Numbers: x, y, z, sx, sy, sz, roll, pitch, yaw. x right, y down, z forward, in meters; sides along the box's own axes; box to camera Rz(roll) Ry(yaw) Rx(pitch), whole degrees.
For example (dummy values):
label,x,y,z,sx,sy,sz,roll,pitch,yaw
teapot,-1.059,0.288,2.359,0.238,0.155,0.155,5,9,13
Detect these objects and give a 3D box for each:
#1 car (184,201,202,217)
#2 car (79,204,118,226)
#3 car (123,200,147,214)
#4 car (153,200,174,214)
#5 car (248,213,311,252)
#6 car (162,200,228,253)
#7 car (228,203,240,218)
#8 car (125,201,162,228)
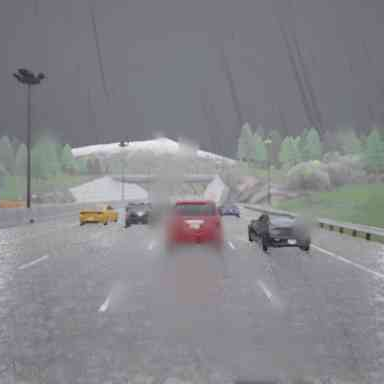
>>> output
label,x,y,z,sx,sy,sz,roll,pitch,yaw
car,0.089,1.752,35.924,1.882,1.535,5.008,0,0,0
car,-6.908,1.669,25.111,1.882,1.535,5.008,0,-1,0
car,-6.912,1.802,40.706,2.128,1.511,4.902,0,0,0
car,-3.412,1.798,40.133,2.128,1.511,4.902,0,0,0
car,3.596,1.636,14.268,1.812,1.442,4.674,0,0,0
car,0.096,1.332,14.449,2.150,2.045,5.566,0,0,0
car,3.589,1.801,33.217,2.033,1.411,5.357,0,0,0
car,-3.407,1.537,24.051,2.097,1.767,4.553,0,0,0
